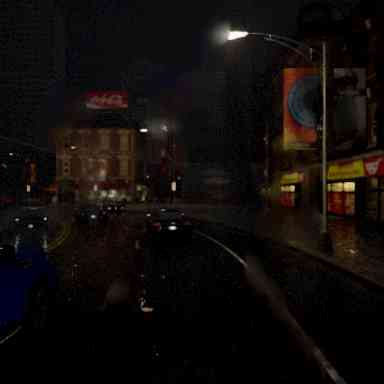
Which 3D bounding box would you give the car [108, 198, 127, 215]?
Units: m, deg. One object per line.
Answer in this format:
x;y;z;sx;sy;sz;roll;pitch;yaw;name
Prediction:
-8.514;1.543;32.533;2.033;1.411;5.357;0;0;-37;car

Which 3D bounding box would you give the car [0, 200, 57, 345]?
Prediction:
-3.406;1.221;3.411;2.150;2.045;5.566;0;0;0;car

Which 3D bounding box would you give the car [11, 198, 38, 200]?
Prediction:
-23.954;1.589;49.036;4.718;1.301;1.895;0;0;30;car

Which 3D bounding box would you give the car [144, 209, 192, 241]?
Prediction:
-1.281;1.562;16.726;1.994;1.385;4.181;0;0;-12;car

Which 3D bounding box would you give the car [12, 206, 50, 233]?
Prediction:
-9.829;1.599;20.580;1.895;1.301;4.718;0;0;-23;car

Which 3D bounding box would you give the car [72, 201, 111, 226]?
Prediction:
-7.224;1.561;23.405;1.994;1.385;4.181;0;0;-24;car

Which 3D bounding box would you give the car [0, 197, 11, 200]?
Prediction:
-29.258;1.515;51.206;4.674;1.452;2.002;0;0;20;car
